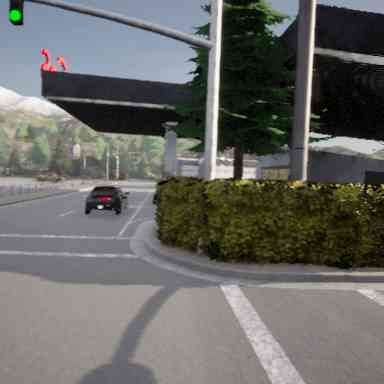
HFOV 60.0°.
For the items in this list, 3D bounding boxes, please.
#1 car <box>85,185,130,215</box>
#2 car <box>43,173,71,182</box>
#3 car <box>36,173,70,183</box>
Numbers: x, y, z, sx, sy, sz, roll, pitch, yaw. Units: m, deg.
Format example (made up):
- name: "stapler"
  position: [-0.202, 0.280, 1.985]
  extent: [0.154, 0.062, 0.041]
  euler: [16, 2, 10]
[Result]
- name: "car"
  position: [-4.814, 0.377, 19.207]
  extent: [1.837, 1.490, 4.892]
  euler: [2, 3, -5]
- name: "car"
  position: [-24.961, -2.658, 61.592]
  extent: [4.514, 1.523, 2.007]
  euler: [2, 3, -5]
- name: "car"
  position: [-24.632, -2.501, 58.476]
  extent: [5.027, 1.636, 2.152]
  euler: [2, 3, -5]
